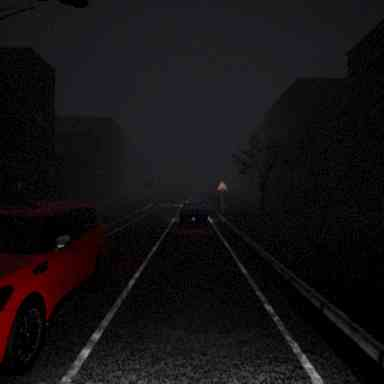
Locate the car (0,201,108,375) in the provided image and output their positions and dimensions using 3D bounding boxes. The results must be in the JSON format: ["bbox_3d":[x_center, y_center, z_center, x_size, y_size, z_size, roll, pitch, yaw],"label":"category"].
[{"bbox_3d":[-3.101,1.232,5.972,2.150,2.045,5.566,0,0,0],"label":"car"}]

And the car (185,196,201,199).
[{"bbox_3d":[0.104,1.199,41.555,1.812,1.442,4.674,0,2,0],"label":"car"}]

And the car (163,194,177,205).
[{"bbox_3d":[-3.090,0.969,47.937,2.033,1.411,5.357,0,3,0],"label":"car"}]

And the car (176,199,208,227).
[{"bbox_3d":[0.101,1.508,23.266,1.882,1.535,5.008,0,0,0],"label":"car"}]
